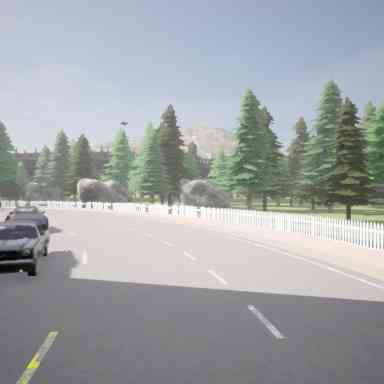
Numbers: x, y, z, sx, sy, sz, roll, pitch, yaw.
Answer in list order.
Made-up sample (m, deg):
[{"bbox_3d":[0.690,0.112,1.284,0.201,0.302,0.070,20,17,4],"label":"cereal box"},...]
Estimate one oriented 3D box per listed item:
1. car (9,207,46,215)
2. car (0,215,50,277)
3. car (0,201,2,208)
[{"bbox_3d":[-9.661,1.564,19.505,1.994,1.385,4.181,0,0,-32],"label":"car"},{"bbox_3d":[-5.481,1.601,10.084,1.895,1.301,4.718,0,0,-19],"label":"car"},{"bbox_3d":[-25.981,1.478,41.374,5.008,1.535,1.882,0,0,21],"label":"car"}]
